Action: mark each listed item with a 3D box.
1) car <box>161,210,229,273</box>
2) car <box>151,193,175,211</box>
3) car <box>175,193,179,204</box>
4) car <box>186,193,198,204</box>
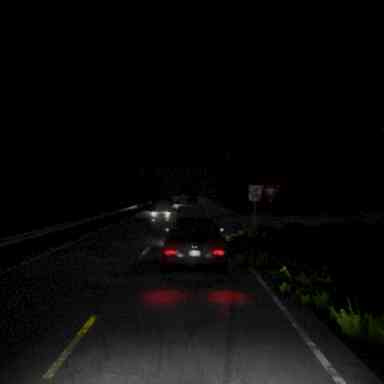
[{"bbox_3d":[0.078,1.534,10.556,2.033,1.411,5.357,0,0,0],"label":"car"},{"bbox_3d":[-3.591,1.172,40.047,2.150,2.045,5.566,0,0,0],"label":"car"},{"bbox_3d":[-3.521,1.148,60.583,2.150,2.045,5.566,0,0,0],"label":"car"},{"bbox_3d":[-0.003,1.141,63.833,2.150,2.045,5.566,0,0,0],"label":"car"}]
